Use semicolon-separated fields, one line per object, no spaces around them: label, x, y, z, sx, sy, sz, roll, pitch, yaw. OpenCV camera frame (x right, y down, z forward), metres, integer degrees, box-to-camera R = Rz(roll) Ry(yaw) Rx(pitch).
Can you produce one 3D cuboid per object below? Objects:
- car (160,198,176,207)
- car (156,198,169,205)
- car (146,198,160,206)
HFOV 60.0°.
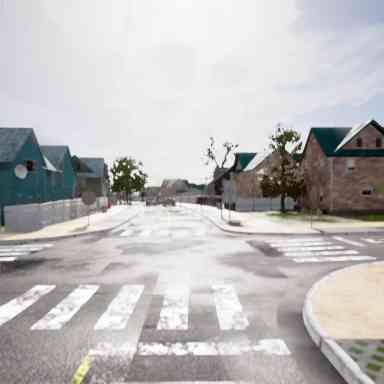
car;-3.936;1.745;56.591;1.837;1.490;4.892;0;-1;-10
car;-5.906;1.951;66.519;1.895;1.301;4.718;0;-1;-13
car;-7.408;1.803;60.230;1.812;1.442;4.674;0;-1;-10
